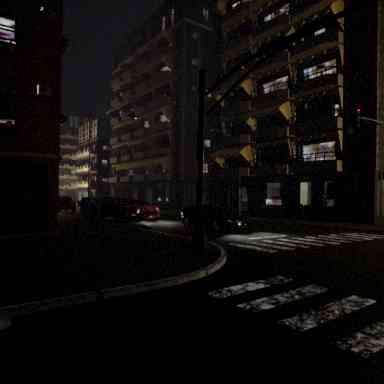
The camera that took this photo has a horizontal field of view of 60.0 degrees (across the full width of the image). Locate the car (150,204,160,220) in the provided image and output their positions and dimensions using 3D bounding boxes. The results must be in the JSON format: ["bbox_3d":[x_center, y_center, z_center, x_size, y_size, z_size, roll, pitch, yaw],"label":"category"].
[{"bbox_3d":[-4.541,1.404,28.296,2.097,1.767,4.553,1,-1,-35],"label":"car"}]

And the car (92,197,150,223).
[{"bbox_3d":[-5.544,1.310,25.439,2.192,1.841,5.009,1,-1,-35],"label":"car"}]

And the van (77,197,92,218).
[{"bbox_3d":[-8.766,1.354,29.989,1.690,1.788,3.998,1,-1,-35],"label":"van"}]

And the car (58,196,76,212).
[{"bbox_3d":[-15.210,1.368,39.091,2.192,1.841,5.009,1,-1,-35],"label":"car"}]

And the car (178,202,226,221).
[{"bbox_3d":[0.784,1.686,30.130,1.752,1.417,4.829,1,-1,-35],"label":"car"}]

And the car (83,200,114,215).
[{"bbox_3d":[-10.251,1.650,36.360,1.994,1.385,4.181,1,-1,-35],"label":"car"}]

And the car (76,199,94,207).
[{"bbox_3d":[-18.449,1.866,57.292,1.802,1.307,4.206,1,-1,-35],"label":"car"}]

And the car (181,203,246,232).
[{"bbox_3d":[1.190,1.527,20.251,1.837,1.490,4.892,1,-1,-36],"label":"car"}]

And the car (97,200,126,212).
[{"bbox_3d":[-10.004,1.725,41.106,1.994,1.385,4.181,1,-1,-35],"label":"car"}]

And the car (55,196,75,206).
[{"bbox_3d":[-22.459,1.599,58.712,2.097,1.767,4.553,1,-1,-36],"label":"car"}]
